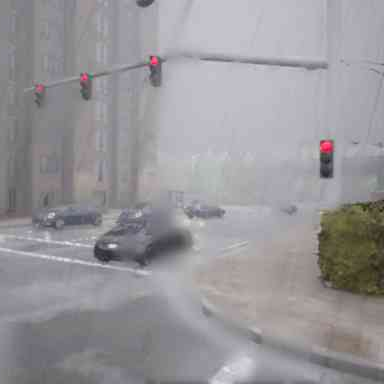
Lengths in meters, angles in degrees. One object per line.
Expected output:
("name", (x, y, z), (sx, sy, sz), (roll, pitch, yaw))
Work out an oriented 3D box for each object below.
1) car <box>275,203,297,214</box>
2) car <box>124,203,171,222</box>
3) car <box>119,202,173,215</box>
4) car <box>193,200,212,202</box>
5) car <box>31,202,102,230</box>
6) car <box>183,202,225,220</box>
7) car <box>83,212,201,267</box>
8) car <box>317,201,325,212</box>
("car", (12.008, 2.031, 42.255), (1.994, 1.385, 4.181), (0, -1, 30))
("car", (-3.836, 1.759, 29.495), (1.994, 1.385, 4.181), (0, -1, 30))
("car", (-3.224, 1.508, 23.631), (2.097, 1.767, 4.553), (0, -1, 30))
("car", (0.901, 1.661, 37.493), (2.097, 1.767, 4.553), (0, -1, 31))
("car", (-8.214, 1.442, 22.074), (2.097, 1.767, 4.553), (0, -1, 31))
("car", (1.335, 1.867, 31.370), (1.895, 1.301, 4.718), (0, -1, 30))
("car", (-1.553, 1.646, 11.962), (1.994, 1.385, 4.181), (0, -1, 25))
("car", (19.263, 2.017, 47.738), (1.882, 1.535, 5.008), (0, -1, 31))
